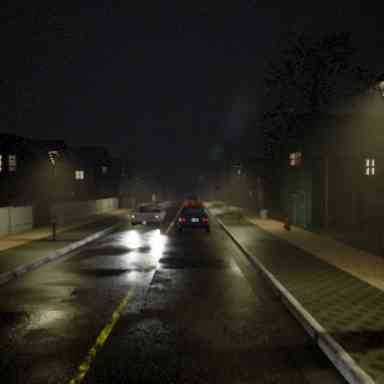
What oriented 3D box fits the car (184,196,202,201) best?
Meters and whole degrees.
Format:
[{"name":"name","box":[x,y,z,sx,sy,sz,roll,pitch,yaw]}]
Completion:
[{"name":"car","box":[0.108,1.262,41.316,2.097,1.767,4.553,0,0,0]}]

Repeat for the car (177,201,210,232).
[{"name":"car","box":[0.104,1.504,19.825,2.033,1.411,5.357,0,0,0]}]

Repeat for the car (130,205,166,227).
[{"name":"car","box":[-2.843,1.552,22.222,1.895,1.301,4.718,0,0,0]}]
